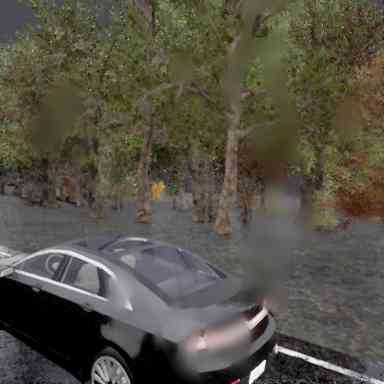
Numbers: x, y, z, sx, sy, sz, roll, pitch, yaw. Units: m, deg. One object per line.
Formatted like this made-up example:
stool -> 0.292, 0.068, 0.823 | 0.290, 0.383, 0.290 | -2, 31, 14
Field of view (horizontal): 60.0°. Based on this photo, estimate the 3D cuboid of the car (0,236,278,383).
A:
car -> -1.283, 1.377, 4.632 | 4.902, 1.511, 2.128 | 3, 2, 38
